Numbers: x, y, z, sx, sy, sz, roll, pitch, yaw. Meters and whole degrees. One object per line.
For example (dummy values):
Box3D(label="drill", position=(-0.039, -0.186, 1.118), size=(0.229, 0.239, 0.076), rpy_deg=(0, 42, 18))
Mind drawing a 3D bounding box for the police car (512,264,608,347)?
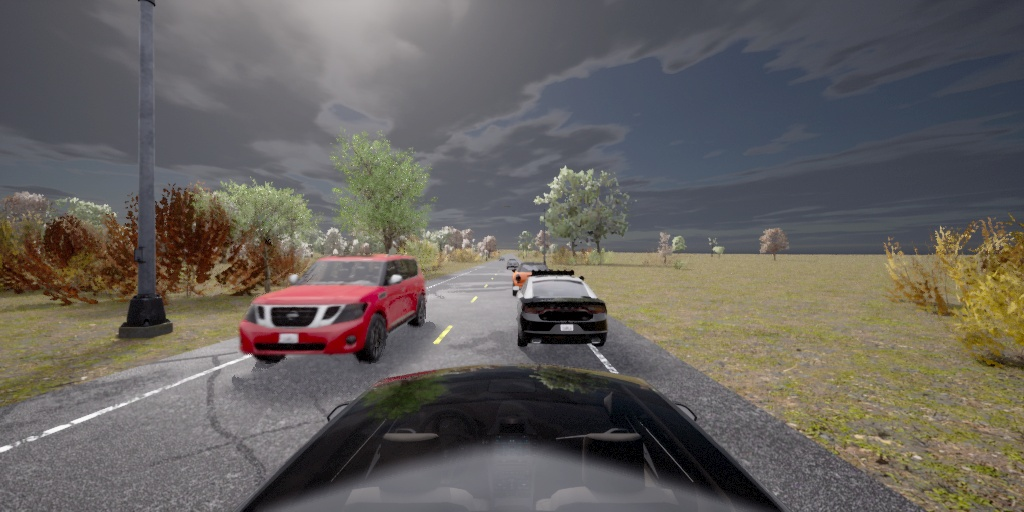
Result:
Box3D(label="police car", position=(1.059, 1.173, 9.477), size=(1.930, 1.638, 5.238), rpy_deg=(0, 0, 0))

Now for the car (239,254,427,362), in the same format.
Box3D(label="car", position=(-3.592, 0.970, 8.537), size=(2.150, 2.045, 5.566), rpy_deg=(0, 0, 0))

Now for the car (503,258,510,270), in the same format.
Box3D(label="car", position=(0.123, 1.245, 52.928), size=(2.033, 1.411, 5.357), rpy_deg=(0, 0, 0))

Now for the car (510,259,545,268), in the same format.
Box3D(label="car", position=(1.067, 1.094, 19.338), size=(2.097, 1.767, 4.553), rpy_deg=(0, 0, 0))
